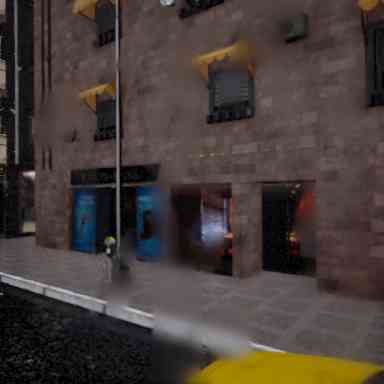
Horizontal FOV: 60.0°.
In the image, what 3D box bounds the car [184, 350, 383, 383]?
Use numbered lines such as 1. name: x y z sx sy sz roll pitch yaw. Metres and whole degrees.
1. car: 1.875 1.521 1.545 4.829 1.417 1.752 0 -1 35
